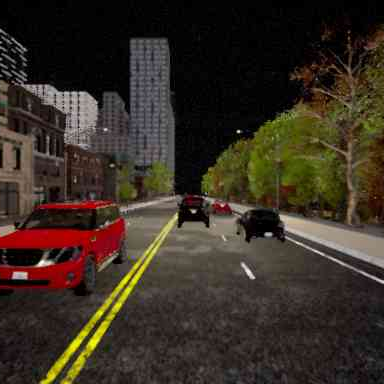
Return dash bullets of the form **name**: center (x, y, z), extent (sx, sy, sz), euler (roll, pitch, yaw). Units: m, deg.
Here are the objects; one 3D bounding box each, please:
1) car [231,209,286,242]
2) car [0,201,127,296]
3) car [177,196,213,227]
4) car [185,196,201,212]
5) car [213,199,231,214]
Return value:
- **car**: center (3.363, 1.622, 16.996), extent (1.837, 1.490, 4.892), euler (0, 0, 0)
- **car**: center (-3.293, 1.287, 9.210), extent (2.150, 2.045, 5.566), euler (0, 0, 1)
- **car**: center (0.118, 1.389, 24.266), extent (2.150, 2.045, 5.566), euler (0, 0, 0)
- **car**: center (0.137, 1.530, 45.460), extent (2.150, 2.045, 5.566), euler (0, 0, 0)
- **car**: center (3.383, 1.615, 39.006), extent (2.097, 1.767, 4.553), euler (0, 0, 0)
